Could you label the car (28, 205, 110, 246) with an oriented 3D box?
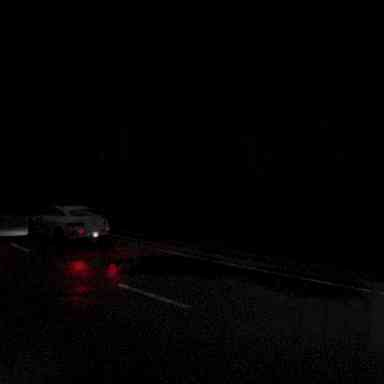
[{"bbox_3d":[-5.088,1.235,13.631,1.812,1.442,4.674,0,1,-44],"label":"car"}]
